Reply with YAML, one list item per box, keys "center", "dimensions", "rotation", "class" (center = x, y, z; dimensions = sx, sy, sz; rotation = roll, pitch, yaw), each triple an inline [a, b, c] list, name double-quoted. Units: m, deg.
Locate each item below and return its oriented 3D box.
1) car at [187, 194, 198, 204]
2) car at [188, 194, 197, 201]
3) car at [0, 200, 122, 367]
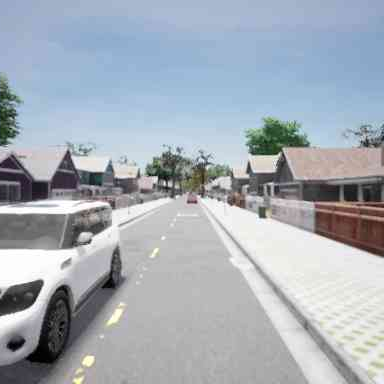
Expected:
- center: [0.036, 1.464, 61.930]
  dimensions: [1.994, 1.385, 4.181]
  rotation: [0, 0, 0]
  class: "car"
- center: [0.042, 1.234, 71.934]
  dimensions: [1.837, 1.490, 4.892]
  rotation: [0, 0, 0]
  class: "car"
- center: [-2.822, 1.211, 6.204]
  dimensions: [2.150, 2.045, 5.566]
  rotation: [0, 0, 0]
  class: "car"
